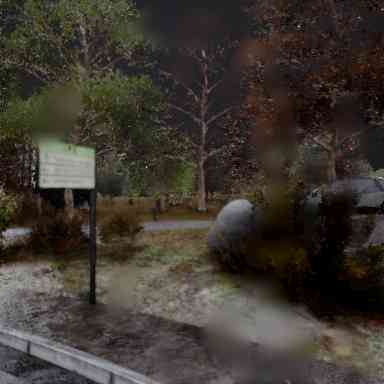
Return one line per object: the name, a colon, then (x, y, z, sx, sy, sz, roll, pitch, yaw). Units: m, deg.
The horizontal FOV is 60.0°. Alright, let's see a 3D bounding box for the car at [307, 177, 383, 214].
car: (5.430, 0.225, 11.517, 5.357, 1.411, 2.033, -5, -2, 32)
